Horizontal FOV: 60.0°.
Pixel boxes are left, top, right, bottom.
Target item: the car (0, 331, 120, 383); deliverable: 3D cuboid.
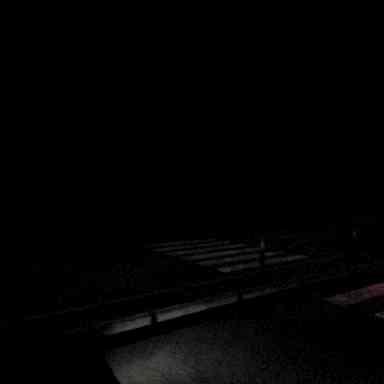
[{"bbox_3d":[-2.693,1.512,1.517,4.892,1.490,1.837,-1,0,-35],"label":"car"}]
